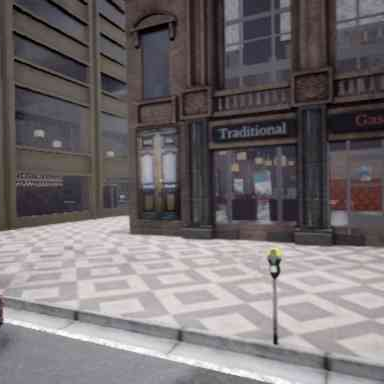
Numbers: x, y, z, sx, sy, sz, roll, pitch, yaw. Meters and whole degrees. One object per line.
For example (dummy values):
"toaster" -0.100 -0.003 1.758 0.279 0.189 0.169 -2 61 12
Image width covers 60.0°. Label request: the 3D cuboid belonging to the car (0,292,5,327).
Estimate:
"car" -4.762 1.604 5.124 4.206 1.307 1.802 -1 1 25
